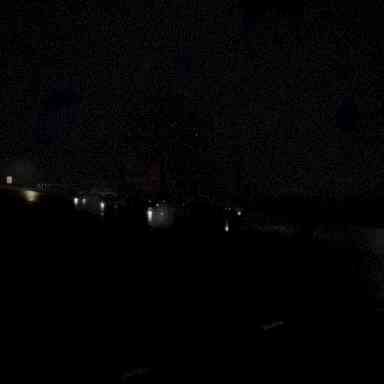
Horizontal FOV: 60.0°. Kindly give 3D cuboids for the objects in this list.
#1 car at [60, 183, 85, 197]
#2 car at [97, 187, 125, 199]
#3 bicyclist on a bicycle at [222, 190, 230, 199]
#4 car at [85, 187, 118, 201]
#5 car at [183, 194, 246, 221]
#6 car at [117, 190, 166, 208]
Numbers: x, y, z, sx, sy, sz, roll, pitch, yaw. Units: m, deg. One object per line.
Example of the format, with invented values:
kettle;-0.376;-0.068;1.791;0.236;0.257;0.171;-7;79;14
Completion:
car;-16.027;-0.191;45.680;2.128;1.511;4.902;0;2;-34
car;-10.510;0.074;42.933;1.994;1.385;4.181;0;2;-36
bicyclist on a bicycle;2.891;0.655;29.414;1.656;1.620;0.582;0;2;-36
car;-10.019;0.211;37.188;1.812;1.442;4.674;0;2;-35
car;1.323;0.891;21.316;2.128;1.511;4.902;0;2;-36
car;-4.346;0.586;29.247;2.033;1.411;5.357;0;2;-36
